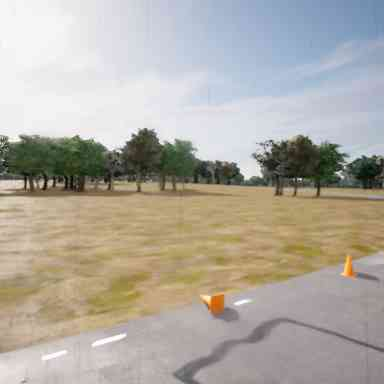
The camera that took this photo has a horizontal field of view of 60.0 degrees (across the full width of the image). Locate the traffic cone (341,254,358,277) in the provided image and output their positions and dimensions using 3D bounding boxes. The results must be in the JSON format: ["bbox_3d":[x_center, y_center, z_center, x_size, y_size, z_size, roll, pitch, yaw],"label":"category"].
[{"bbox_3d":[4.353,2.002,9.203,0.340,0.580,0.340,0,0,-40],"label":"traffic cone"}]
